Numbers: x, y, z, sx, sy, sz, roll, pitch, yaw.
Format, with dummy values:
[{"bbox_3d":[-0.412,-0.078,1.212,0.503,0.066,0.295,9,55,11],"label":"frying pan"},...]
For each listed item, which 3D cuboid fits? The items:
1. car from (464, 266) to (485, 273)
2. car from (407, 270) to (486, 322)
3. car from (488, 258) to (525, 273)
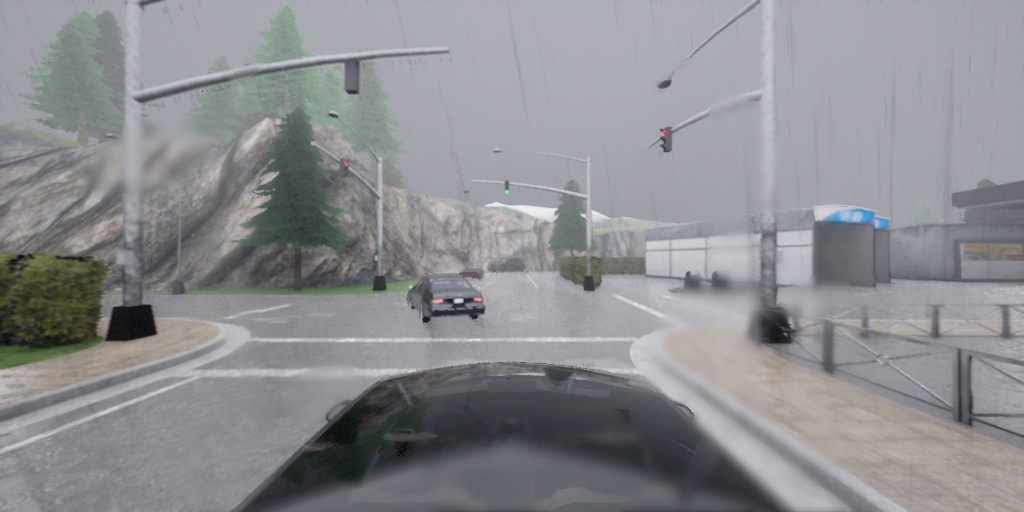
[{"bbox_3d":[-3.619,1.547,33.163,1.895,1.301,4.718,0,0,0],"label":"car"},{"bbox_3d":[-2.504,1.367,12.754,2.033,1.411,5.357,0,0,-22],"label":"car"},{"bbox_3d":[-0.655,1.268,49.161,5.566,2.045,2.150,0,-1,-42],"label":"car"}]
